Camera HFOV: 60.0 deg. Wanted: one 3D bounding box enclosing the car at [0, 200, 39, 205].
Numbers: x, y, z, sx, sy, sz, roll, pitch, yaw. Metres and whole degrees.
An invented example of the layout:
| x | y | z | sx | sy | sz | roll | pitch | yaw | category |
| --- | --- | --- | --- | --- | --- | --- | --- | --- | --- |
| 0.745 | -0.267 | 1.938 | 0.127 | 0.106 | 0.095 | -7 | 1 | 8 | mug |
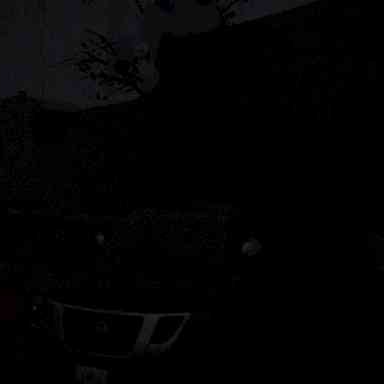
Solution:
| x | y | z | sx | sy | sz | roll | pitch | yaw | category |
| --- | --- | --- | --- | --- | --- | --- | --- | --- | --- |
| -5.002 | 1.213 | 8.989 | 2.435 | 2.045 | 5.566 | 0 | -1 | 15 | car |

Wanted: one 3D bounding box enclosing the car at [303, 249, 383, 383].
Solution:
| x | y | z | sx | sy | sz | roll | pitch | yaw | category |
| --- | --- | --- | --- | --- | --- | --- | --- | --- | --- |
| 2.340 | 1.512 | 3.706 | 2.163 | 1.488 | 4.792 | 1 | -1 | 15 | car |

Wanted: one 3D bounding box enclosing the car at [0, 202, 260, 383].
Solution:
| x | y | z | sx | sy | sz | roll | pitch | yaw | category |
| --- | --- | --- | --- | --- | --- | --- | --- | --- | --- |
| -0.105 | 1.225 | 5.451 | 2.435 | 2.045 | 5.566 | 1 | -1 | 15 | car |
